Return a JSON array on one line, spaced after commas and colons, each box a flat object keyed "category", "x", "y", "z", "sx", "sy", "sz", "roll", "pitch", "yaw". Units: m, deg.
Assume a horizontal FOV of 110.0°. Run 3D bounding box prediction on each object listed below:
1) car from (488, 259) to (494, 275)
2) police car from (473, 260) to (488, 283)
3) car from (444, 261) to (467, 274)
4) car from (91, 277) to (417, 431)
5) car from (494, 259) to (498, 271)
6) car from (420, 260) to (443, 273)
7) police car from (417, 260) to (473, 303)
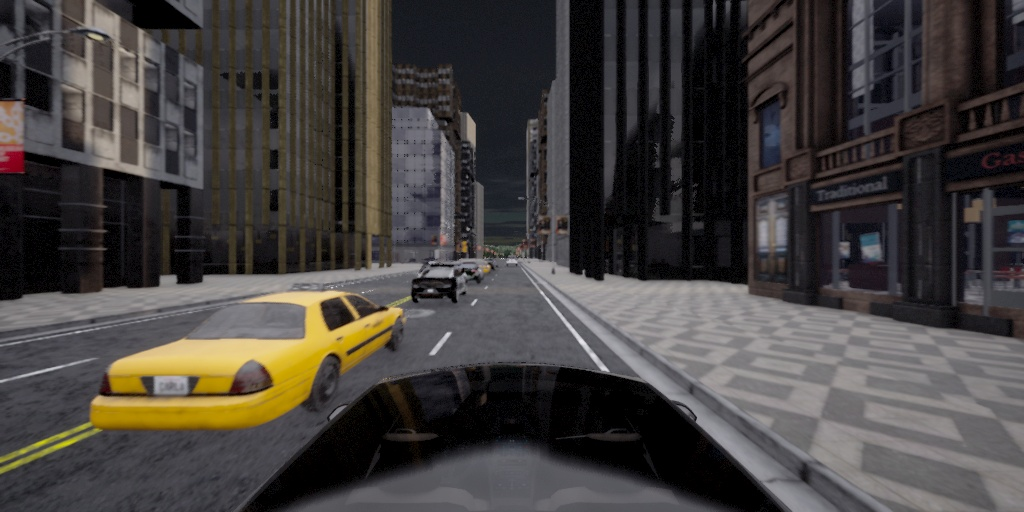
[{"category": "car", "x": -3.252, "y": 1.203, "z": 38.982, "sx": 1.801, "sy": 1.575, "sz": 5.366, "roll": 0, "pitch": 0, "yaw": 0}, {"category": "police car", "x": -3.251, "y": 1.252, "z": 27.792, "sx": 2.038, "sy": 1.542, "sz": 4.974, "roll": 0, "pitch": 0, "yaw": 0}, {"category": "car", "x": -6.585, "y": 1.311, "z": 42.017, "sx": 1.994, "sy": 1.385, "sz": 4.181, "roll": 0, "pitch": 0, "yaw": 0}, {"category": "car", "x": -3.250, "y": 1.206, "z": 5.981, "sx": 1.801, "sy": 1.575, "sz": 5.366, "roll": 0, "pitch": 0, "yaw": 0}, {"category": "car", "x": -3.252, "y": 1.249, "z": 49.791, "sx": 1.837, "sy": 1.490, "sz": 4.892, "roll": 0, "pitch": 0, "yaw": 0}, {"category": "car", "x": -9.835, "y": 1.272, "z": 44.073, "sx": 1.812, "sy": 1.442, "sz": 4.674, "roll": 0, "pitch": 0, "yaw": 0}, {"category": "police car", "x": -3.250, "y": 1.174, "z": 16.901, "sx": 1.930, "sy": 1.638, "sz": 5.238, "roll": 0, "pitch": 0, "yaw": 0}]
